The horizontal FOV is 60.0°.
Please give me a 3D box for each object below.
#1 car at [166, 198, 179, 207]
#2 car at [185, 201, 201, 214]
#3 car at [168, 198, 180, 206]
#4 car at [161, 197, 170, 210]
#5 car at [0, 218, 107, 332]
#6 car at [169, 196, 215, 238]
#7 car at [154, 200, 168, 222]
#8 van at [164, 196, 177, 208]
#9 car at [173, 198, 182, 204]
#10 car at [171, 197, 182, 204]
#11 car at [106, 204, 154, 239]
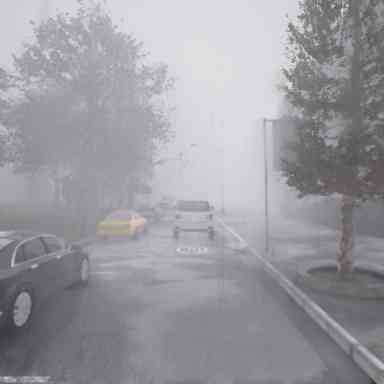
[{"bbox_3d":[-3.638,1.998,62.832,1.946,1.575,5.366,0,-1,2],"label":"car"},{"bbox_3d":[0.104,1.862,41.950,1.837,1.490,4.892,0,-1,0],"label":"car"},{"bbox_3d":[-3.645,2.045,68.211,2.097,1.535,5.008,0,-1,2],"label":"car"},{"bbox_3d":[-3.647,1.868,45.931,2.097,1.535,5.008,0,-1,2],"label":"car"},{"bbox_3d":[-3.652,1.547,6.934,2.231,1.521,4.892,0,-1,2],"label":"car"},{"bbox_3d":[0.095,1.396,19.009,2.150,2.045,5.566,0,0,0],"label":"car"},{"bbox_3d":[-3.648,1.768,29.253,2.163,1.488,4.792,0,-1,2],"label":"car"},{"bbox_3d":[-3.642,1.729,57.196,1.878,1.987,4.442,0,-1,2],"label":"van"},{"bbox_3d":[-3.643,2.230,84.925,2.002,1.452,4.674,0,-1,2],"label":"car"},{"bbox_3d":[-3.645,2.015,79.327,2.185,1.767,4.553,0,-1,2],"label":"car"},{"bbox_3d":[-3.643,1.644,18.268,1.946,1.575,5.366,0,-1,2],"label":"car"}]
